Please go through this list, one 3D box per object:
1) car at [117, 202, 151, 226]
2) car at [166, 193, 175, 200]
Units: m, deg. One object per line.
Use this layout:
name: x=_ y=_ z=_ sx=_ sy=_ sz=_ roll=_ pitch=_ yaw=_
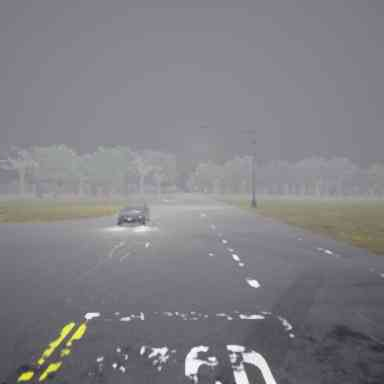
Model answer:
car: x=-3.958 y=1.490 z=23.233 sx=1.837 sy=1.490 sz=4.892 roll=0 pitch=0 yaw=-1
car: x=-4.923 y=1.121 z=76.285 sx=1.837 sy=1.490 sz=4.892 roll=0 pitch=0 yaw=0
